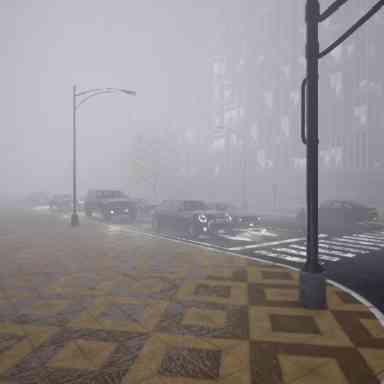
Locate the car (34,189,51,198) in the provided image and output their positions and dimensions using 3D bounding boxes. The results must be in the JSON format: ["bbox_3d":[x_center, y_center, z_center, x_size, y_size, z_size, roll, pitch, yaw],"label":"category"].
[{"bbox_3d":[-28.616,0.236,63.588,1.882,1.535,5.008,0,1,-38],"label":"car"}]

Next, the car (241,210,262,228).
[{"bbox_3d":[1.586,1.289,19.691,2.033,1.411,5.357,0,1,-36],"label":"car"}]

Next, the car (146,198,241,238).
[{"bbox_3d":[-0.074,1.124,16.496,2.097,1.767,4.553,0,1,-38],"label":"car"}]

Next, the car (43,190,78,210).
[{"bbox_3d":[-12.367,0.900,32.082,2.128,1.511,4.902,0,1,-38],"label":"car"}]

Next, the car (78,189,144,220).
[{"bbox_3d":[-5.979,0.819,23.968,2.150,2.045,5.566,0,1,-38],"label":"car"}]

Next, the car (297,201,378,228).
[{"bbox_3d":[9.004,1.290,20.993,2.128,1.511,4.902,0,1,-39],"label":"car"}]

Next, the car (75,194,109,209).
[{"bbox_3d":[-10.603,0.945,35.101,1.994,1.385,4.181,0,1,-38],"label":"car"}]

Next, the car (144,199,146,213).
[{"bbox_3d":[-4.394,1.166,27.207,1.895,1.301,4.718,0,1,-38],"label":"car"}]

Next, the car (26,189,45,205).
[{"bbox_3d":[-18.740,0.710,40.255,2.128,1.511,4.902,0,1,-37],"label":"car"}]
